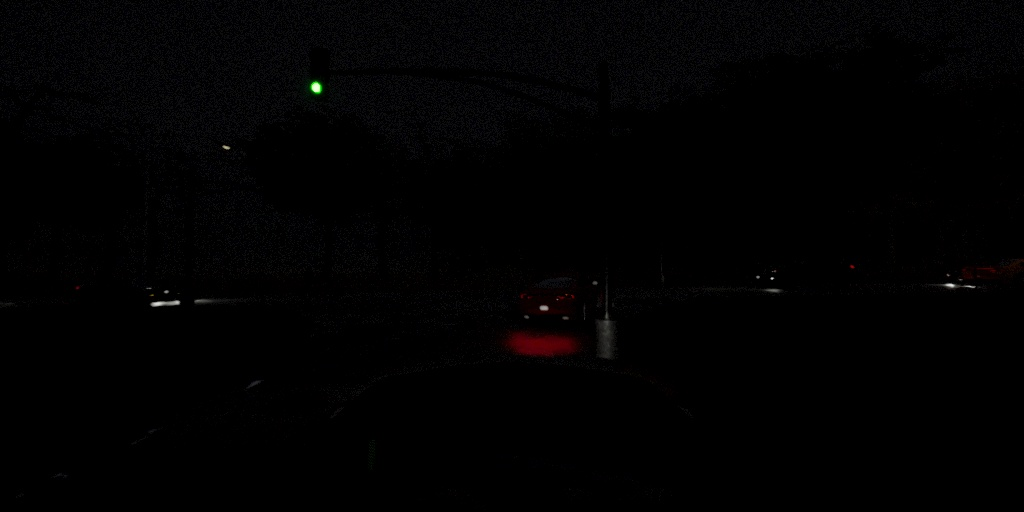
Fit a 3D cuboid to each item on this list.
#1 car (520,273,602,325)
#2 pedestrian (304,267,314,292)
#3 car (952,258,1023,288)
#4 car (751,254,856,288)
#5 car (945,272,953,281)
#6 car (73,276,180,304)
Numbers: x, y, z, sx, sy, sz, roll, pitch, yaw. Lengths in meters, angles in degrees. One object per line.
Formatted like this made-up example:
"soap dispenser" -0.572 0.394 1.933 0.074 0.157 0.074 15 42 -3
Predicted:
"car" 1.859 1.326 12.515 1.882 1.535 5.008 -2 -1 22
"pedestrian" -15.107 1.724 26.517 0.375 1.860 0.375 0 -2 0
"car" 27.021 0.873 18.912 5.008 1.535 1.882 -1 -3 0
"car" 18.258 0.930 22.613 5.566 2.045 2.150 -1 -3 0
"car" 30.814 1.058 22.601 5.357 1.411 2.033 -1 -3 -1
"car" -20.188 1.732 18.915 4.181 1.385 1.994 -1 -3 0
